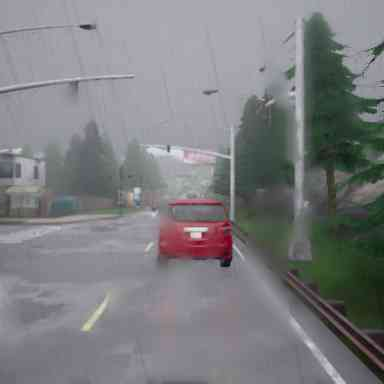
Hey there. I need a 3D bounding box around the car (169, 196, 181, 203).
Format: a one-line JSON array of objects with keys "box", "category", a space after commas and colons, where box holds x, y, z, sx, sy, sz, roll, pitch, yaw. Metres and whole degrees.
[{"box": [-3.510, 1.541, 69.997, 2.128, 1.511, 4.902, 0, 0, 0], "category": "car"}]

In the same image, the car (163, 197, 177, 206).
[{"box": [-3.566, 1.585, 54.821, 1.994, 1.385, 4.181, 0, 0, 1], "category": "car"}]

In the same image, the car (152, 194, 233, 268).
[{"box": [0.032, 1.227, 11.445, 2.150, 2.045, 5.566, 0, 0, -2], "category": "car"}]

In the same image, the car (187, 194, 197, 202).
[{"box": [-0.011, 1.317, 77.177, 2.097, 1.767, 4.553, 0, 0, 0], "category": "car"}]
